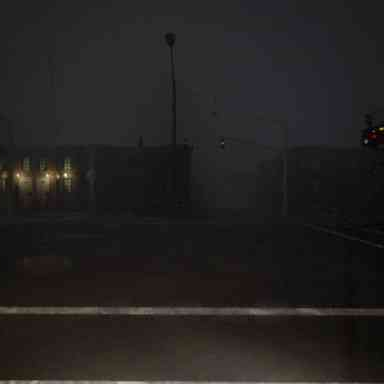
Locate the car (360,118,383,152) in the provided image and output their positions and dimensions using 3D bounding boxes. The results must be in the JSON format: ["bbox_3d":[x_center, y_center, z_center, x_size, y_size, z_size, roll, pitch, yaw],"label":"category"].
[{"bbox_3d":[9.432,-2.856,13.869,4.674,1.442,1.812,-14,0,0],"label":"car"}]
